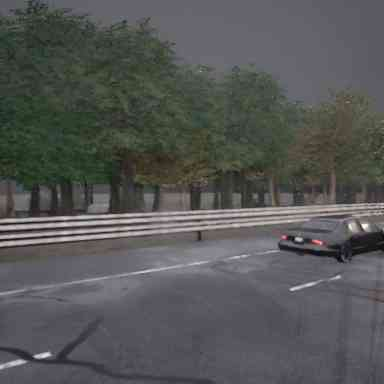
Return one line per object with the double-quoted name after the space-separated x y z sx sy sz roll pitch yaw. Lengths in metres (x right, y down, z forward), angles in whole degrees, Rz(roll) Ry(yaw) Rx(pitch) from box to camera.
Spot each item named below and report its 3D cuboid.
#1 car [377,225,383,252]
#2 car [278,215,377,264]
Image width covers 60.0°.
7.468 1.540 9.079 5.357 1.411 2.033 0 0 -36 "car"
5.404 1.540 11.905 5.357 1.411 2.033 0 0 -36 "car"
